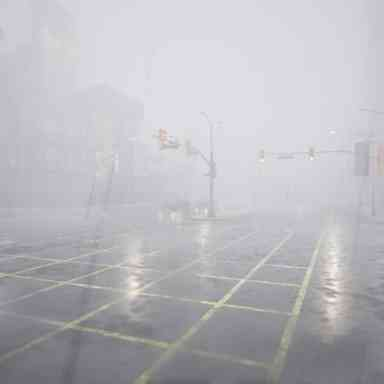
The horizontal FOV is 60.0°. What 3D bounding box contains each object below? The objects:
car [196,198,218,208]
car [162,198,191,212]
[{"bbox_3d":[2.196,1.601,48.688,1.895,1.301,4.718,0,0,23],"label":"car"},{"bbox_3d":[-1.774,1.478,39.277,1.882,1.535,5.008,0,0,25],"label":"car"}]
